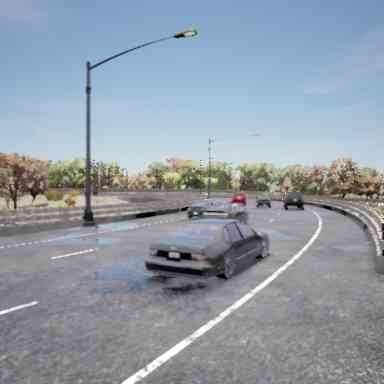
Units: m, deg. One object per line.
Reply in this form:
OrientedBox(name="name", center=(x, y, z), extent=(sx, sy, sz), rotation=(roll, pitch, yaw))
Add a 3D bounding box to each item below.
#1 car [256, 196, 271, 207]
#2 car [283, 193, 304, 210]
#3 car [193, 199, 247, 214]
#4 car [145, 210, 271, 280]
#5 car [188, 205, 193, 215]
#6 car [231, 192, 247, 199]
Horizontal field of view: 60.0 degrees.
OrientedBox(name="car", center=(10.187, 1.354, 47.274), extent=(1.837, 1.490, 4.892), rotation=(0, 0, 10))
OrientedBox(name="car", center=(12.778, 1.097, 41.972), extent=(2.150, 2.045, 5.566), rotation=(0, 0, 12))
OrientedBox(name="car", center=(2.186, 1.419, 20.626), extent=(2.128, 1.511, 4.902), rotation=(0, 0, 24))
OrientedBox(name="car", center=(0.798, 1.510, 9.943), extent=(2.033, 1.411, 5.357), rotation=(0, 0, 29))
OrientedBox(name="car", center=(1.108, 1.427, 27.165), extent=(1.812, 1.442, 4.674), rotation=(0, 0, 21))
OrientedBox(name="car", center=(7.245, 1.050, 50.923), extent=(2.150, 2.045, 5.566), rotation=(0, 0, 8))
